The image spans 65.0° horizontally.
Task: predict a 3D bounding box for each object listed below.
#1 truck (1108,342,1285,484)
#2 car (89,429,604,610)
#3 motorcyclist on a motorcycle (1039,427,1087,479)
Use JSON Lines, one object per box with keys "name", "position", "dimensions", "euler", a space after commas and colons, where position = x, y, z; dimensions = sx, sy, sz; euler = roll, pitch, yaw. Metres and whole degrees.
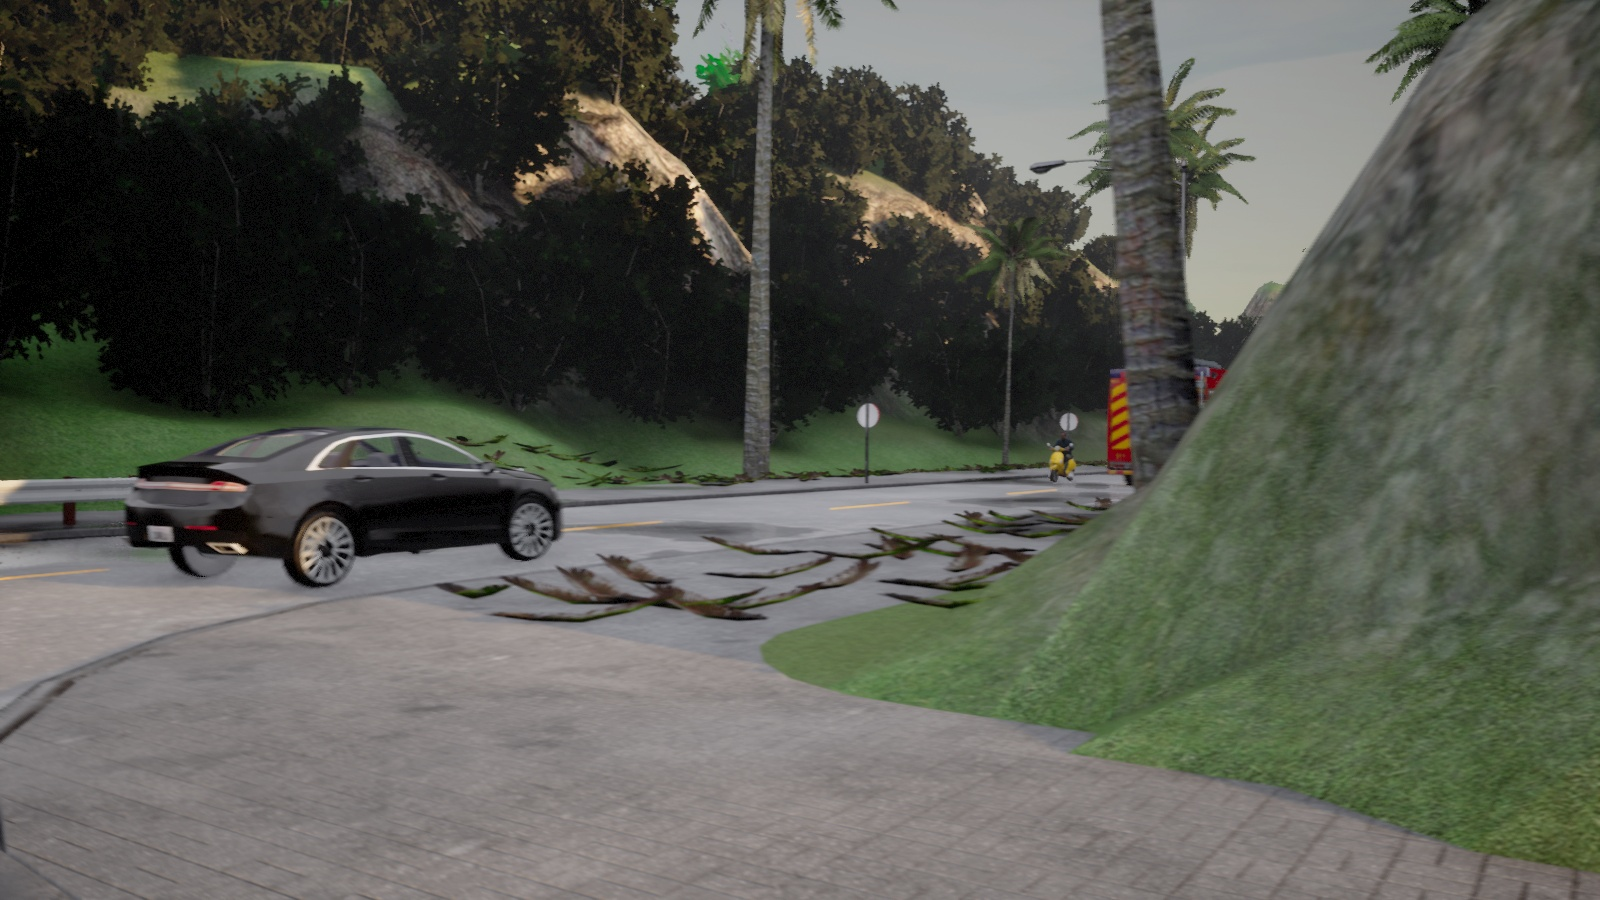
{"name": "truck", "position": [12.290, -1.067, 38.293], "dimensions": [2.891, 3.827, 8.468], "euler": [0, 1, 34]}
{"name": "car", "position": [-4.415, 0.548, 13.173], "dimensions": [2.128, 1.511, 4.902], "euler": [0, 1, 28]}
{"name": "motorcyclist on a motorcycle", "position": [8.276, 0.071, 39.482], "dimensions": [0.866, 1.590, 1.817], "euler": [0, 1, 34]}
